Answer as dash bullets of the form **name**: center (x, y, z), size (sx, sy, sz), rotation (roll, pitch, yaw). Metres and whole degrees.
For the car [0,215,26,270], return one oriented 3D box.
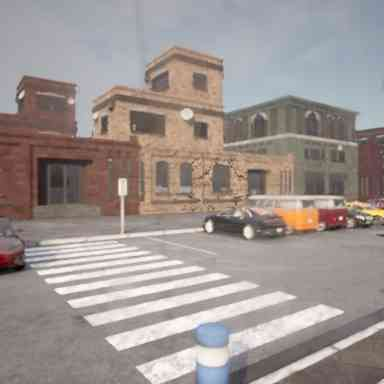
- **car**: center (-6.543, 1.478, 10.344), size (2.163, 1.488, 4.792), rotation (0, 0, -35)

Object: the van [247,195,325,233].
- **van**: center (4.697, 1.200, 18.517), size (1.878, 1.987, 4.442), rotation (0, 0, -35)

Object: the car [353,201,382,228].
- **car**: center (9.294, 1.455, 21.646), size (2.002, 1.452, 4.674), rotation (0, 0, -35)

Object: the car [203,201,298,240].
- **car**: center (2.503, 1.432, 16.806), size (2.231, 1.521, 4.892), rotation (0, 0, -35)

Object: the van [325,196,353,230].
- **van**: center (6.962, 1.195, 20.128), size (1.878, 1.987, 4.442), rotation (0, 0, -35)

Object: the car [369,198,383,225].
- **car**: center (11.668, 1.406, 23.104), size (1.946, 1.575, 5.366), rotation (0, 0, -35)
